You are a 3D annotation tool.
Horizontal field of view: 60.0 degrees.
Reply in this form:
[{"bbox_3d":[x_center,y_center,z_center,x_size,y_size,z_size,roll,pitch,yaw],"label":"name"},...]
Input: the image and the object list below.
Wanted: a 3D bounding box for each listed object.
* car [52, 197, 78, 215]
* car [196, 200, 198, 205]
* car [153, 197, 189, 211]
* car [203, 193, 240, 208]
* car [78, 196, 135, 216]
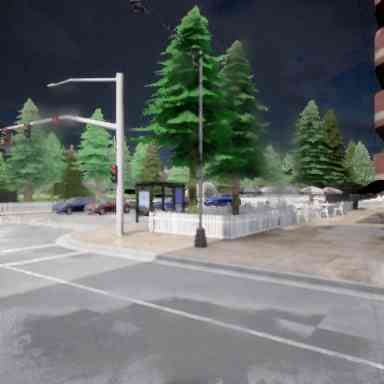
[{"bbox_3d":[-11.720,1.284,33.531,2.097,1.767,4.553,0,0,36],"label":"car"},{"bbox_3d":[-1.218,1.437,47.283,1.837,1.490,4.892,0,0,41],"label":"car"},{"bbox_3d":[-2.806,1.411,39.808,1.882,1.535,5.008,0,0,37],"label":"car"},{"bbox_3d":[4.043,1.155,47.977,5.566,2.045,2.150,0,0,-44],"label":"car"},{"bbox_3d":[-8.239,1.285,32.382,2.097,1.767,4.553,0,0,36],"label":"car"}]
